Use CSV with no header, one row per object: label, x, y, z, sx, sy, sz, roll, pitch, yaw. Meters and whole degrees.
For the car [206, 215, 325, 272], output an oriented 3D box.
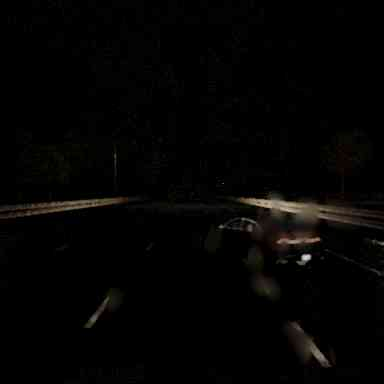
car,2.101,1.509,11.001,2.128,1.511,4.902,0,0,-22
